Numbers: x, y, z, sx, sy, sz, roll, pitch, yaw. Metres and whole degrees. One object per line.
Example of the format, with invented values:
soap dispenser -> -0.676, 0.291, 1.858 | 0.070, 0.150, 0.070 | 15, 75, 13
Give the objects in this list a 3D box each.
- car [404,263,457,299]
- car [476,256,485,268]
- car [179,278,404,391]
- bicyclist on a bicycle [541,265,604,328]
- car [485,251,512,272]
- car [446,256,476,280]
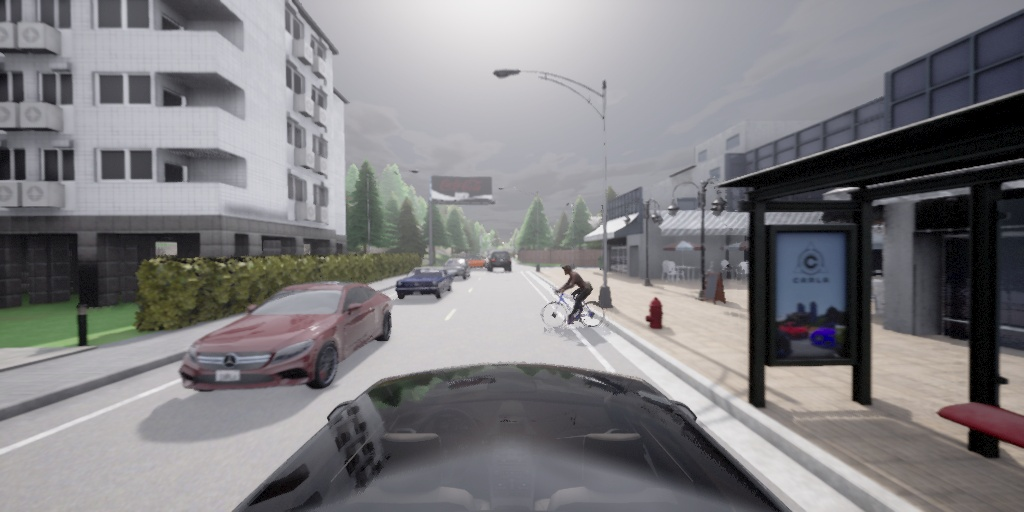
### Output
car -> -3.973, 1.191, 16.937 | 1.895, 1.301, 4.718 | 0, 1, -2
car -> -4.815, 0.736, 44.846 | 4.553, 1.767, 2.097 | -1, 1, -31
car -> -3.702, 1.242, 6.904 | 1.812, 1.442, 4.674 | 0, 1, -2
bicyclist on a bicycle -> 1.569, 1.049, 9.225 | 1.656, 1.620, 0.582 | 0, 1, -2
car -> -1.334, 0.605, 37.321 | 2.150, 2.045, 5.566 | -1, -2, -8
car -> -4.224, 0.950, 27.405 | 2.128, 1.511, 4.902 | 0, 1, -1
